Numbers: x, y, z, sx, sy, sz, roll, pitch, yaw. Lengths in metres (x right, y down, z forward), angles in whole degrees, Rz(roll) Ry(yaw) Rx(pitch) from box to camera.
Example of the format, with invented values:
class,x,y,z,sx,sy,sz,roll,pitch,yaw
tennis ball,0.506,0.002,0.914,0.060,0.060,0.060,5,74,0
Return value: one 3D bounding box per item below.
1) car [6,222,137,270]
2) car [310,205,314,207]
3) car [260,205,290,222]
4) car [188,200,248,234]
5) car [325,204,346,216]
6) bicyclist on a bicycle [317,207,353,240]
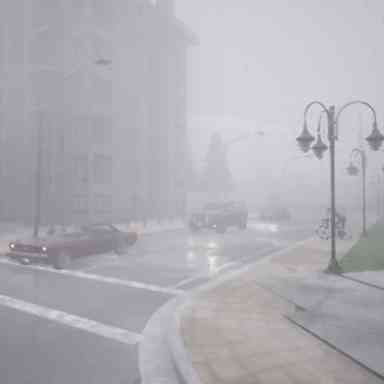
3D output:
class,x,y,z,sx,sy,sz,roll,pitch,yaw
car,-4.085,1.809,12.103,1.895,1.301,4.718,-1,-1,26
car,16.221,1.985,45.200,1.895,1.301,4.718,-1,-1,32
car,8.173,2.049,32.434,2.128,1.511,4.902,-1,-1,32
car,1.911,1.601,22.396,2.150,2.045,5.566,-1,-1,32
car,17.576,2.183,40.559,2.128,1.511,4.902,-1,-1,32
bicyclist on a bicycle,7.077,1.576,16.536,1.656,1.620,0.582,-1,-1,32
